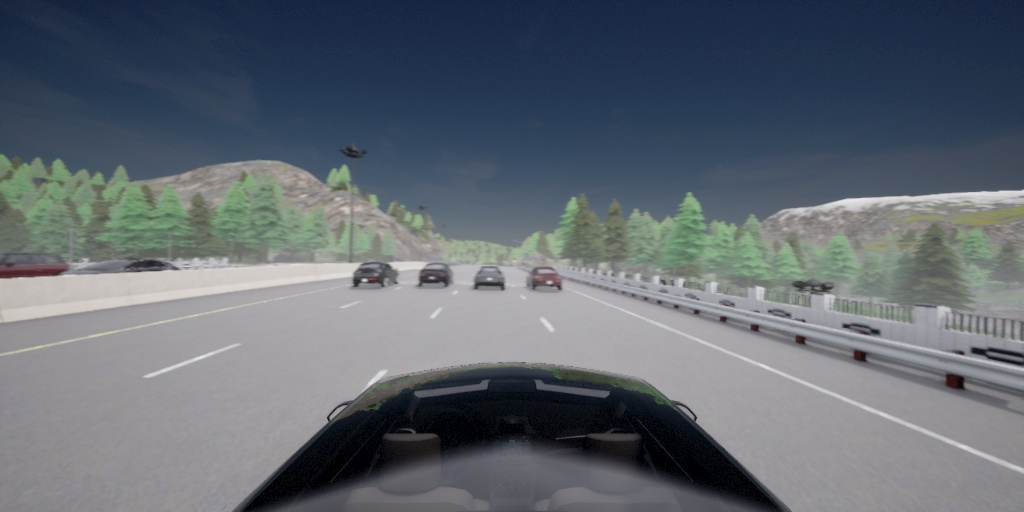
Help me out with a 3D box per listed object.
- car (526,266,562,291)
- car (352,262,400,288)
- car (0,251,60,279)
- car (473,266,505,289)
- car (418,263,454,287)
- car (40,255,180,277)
[{"bbox_3d":[2.035,1.397,23.319,1.812,1.442,4.674,1,-1,-4],"label":"car"},{"bbox_3d":[-8.419,1.134,22.534,1.837,1.490,4.892,1,-1,-4],"label":"car"},{"bbox_3d":[-22.161,0.618,15.482,2.097,1.767,4.553,1,0,-4],"label":"car"},{"bbox_3d":[-1.464,1.358,23.394,1.994,1.385,4.181,1,-1,-4],"label":"car"},{"bbox_3d":[-5.026,1.201,24.243,1.882,1.535,5.008,1,-1,-4],"label":"car"},{"bbox_3d":[-18.786,0.858,17.422,1.837,1.490,4.892,1,0,-4],"label":"car"}]
